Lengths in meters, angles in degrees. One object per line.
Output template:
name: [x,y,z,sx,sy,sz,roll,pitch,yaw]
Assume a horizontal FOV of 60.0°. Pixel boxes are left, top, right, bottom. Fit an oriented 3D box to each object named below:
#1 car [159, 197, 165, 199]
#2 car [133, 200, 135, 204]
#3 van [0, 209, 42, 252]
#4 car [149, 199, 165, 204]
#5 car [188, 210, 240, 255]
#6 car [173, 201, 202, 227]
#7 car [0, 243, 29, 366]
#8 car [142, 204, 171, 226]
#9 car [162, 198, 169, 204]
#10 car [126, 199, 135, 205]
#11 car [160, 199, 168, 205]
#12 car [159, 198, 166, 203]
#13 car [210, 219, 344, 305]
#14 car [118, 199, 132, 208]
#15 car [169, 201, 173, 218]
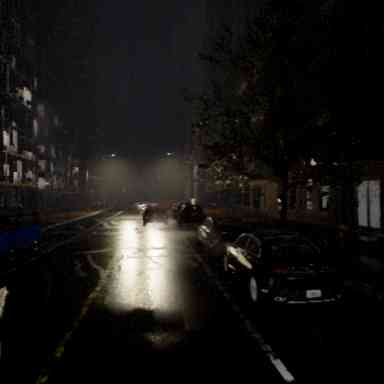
car: [-5.513,2.214,70.211,1.947,1.339,4.313,-1,0,-7]
car: [-15.179,2.460,80.531,1.887,1.381,4.507,-1,0,-7]
van: [-7.113,1.600,12.702,1.690,1.788,3.998,-1,0,-7]
car: [-4.751,1.999,41.807,1.994,1.385,4.181,-1,0,-7]
car: [1.212,1.643,13.688,2.008,1.369,4.403,-1,0,-7]
car: [-0.135,1.649,24.993,1.967,1.590,4.097,-1,0,-7]
car: [-3.188,1.568,2.488,1.882,1.535,5.008,-1,-1,-7]
car: [-2.886,1.876,26.111,1.895,1.301,4.718,-1,0,-7]
car: [-3.496,2.036,53.254,1.887,1.381,4.507,-1,0,-7]
car: [-15.852,2.531,86.184,1.947,1.339,4.313,-1,0,-7]
car: [-6.858,2.315,81.515,1.947,1.339,4.313,-1,0,-7]
car: [-8.203,2.414,92.819,1.947,1.339,4.313,-1,0,-7]
car: [1.884,1.583,8.035,2.008,1.369,4.403,-1,0,-7]
car: [-13.161,2.307,63.573,1.887,1.381,4.507,-1,0,-7]
car: [-0.808,1.707,30.645,1.967,1.590,4.097,-1,0,-7]
